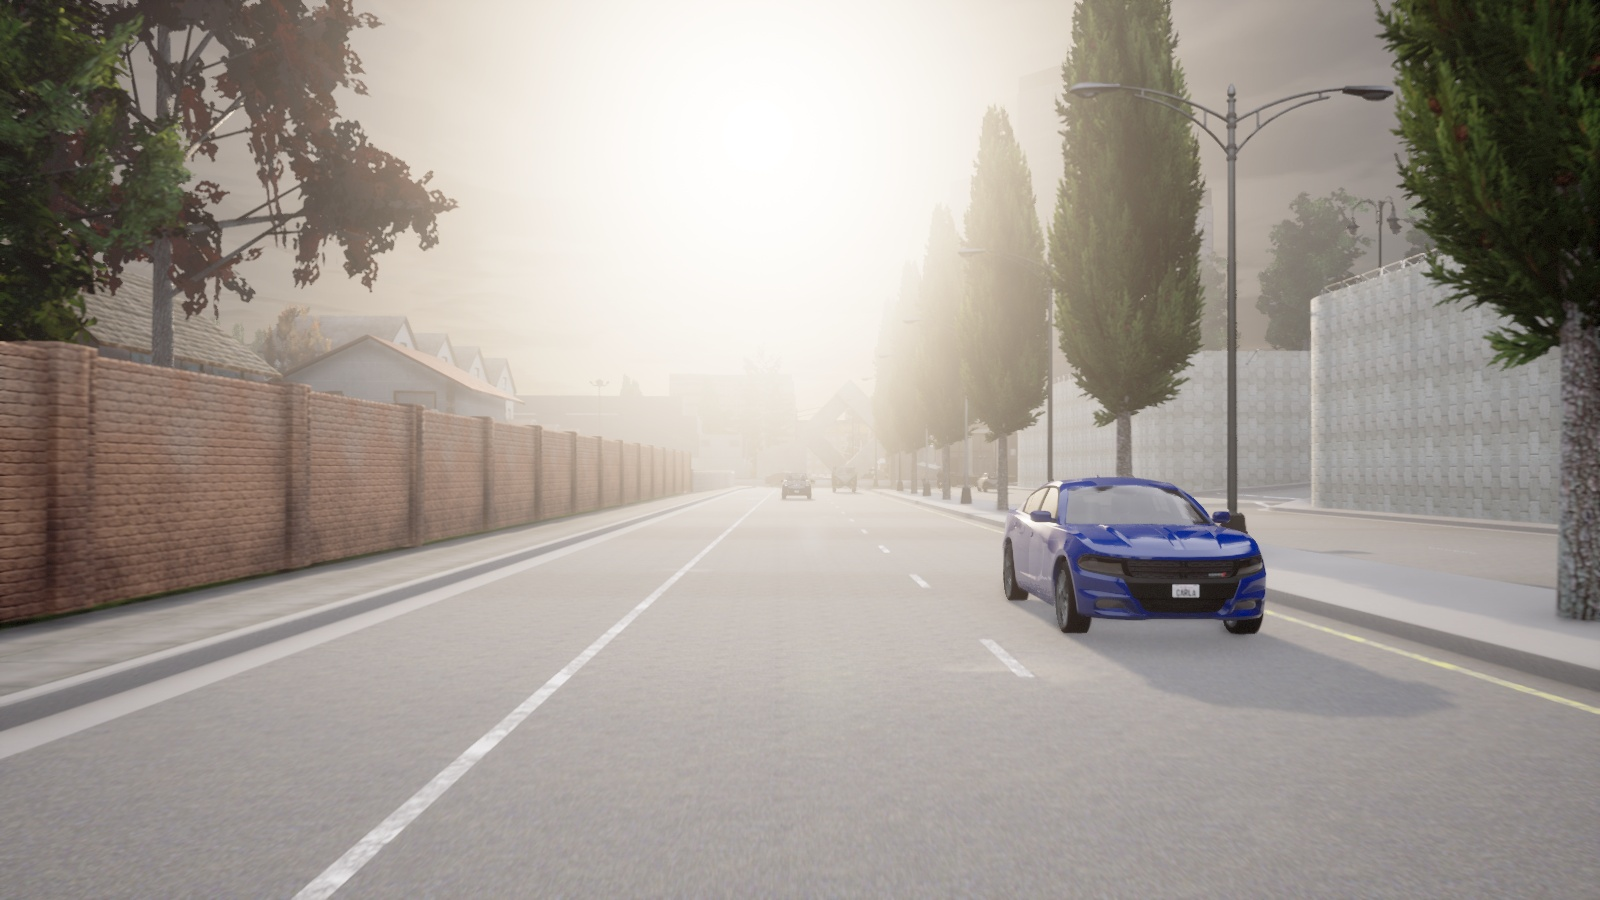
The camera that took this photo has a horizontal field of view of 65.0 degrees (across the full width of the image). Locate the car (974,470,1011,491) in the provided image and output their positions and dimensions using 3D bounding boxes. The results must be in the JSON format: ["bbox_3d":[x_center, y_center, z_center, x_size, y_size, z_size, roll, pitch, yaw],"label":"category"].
[{"bbox_3d":[14.766,2.328,96.554,2.128,1.511,4.902,0,-1,0],"label":"car"}]

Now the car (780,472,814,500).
[{"bbox_3d":[-0.170,2.009,70.445,1.845,1.501,3.633,0,-1,0],"label":"car"}]

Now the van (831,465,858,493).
[{"bbox_3d":[3.275,2.106,92.678,1.775,1.987,4.442,0,-1,0],"label":"van"}]

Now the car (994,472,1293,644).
[{"bbox_3d":[3.466,1.009,13.774,1.882,1.535,5.008,0,-1,0],"label":"car"}]
